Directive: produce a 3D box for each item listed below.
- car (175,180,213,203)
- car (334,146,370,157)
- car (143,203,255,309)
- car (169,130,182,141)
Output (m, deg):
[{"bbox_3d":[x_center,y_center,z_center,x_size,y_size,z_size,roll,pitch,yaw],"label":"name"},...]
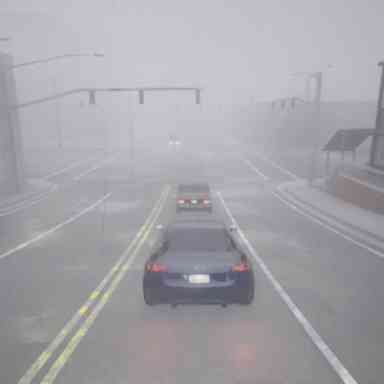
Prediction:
[{"bbox_3d":[0.099,0.094,17.259,2.033,1.411,5.357,0,9,0],"label":"car"},{"bbox_3d":[19.961,-5.145,41.246,4.181,1.385,1.994,0,13,0],"label":"car"},{"bbox_3d":[0.106,1.230,7.388,1.994,1.385,4.181,0,4,0],"label":"car"},{"bbox_3d":[-3.478,-11.043,66.428,1.895,1.301,4.718,0,13,0],"label":"car"}]
